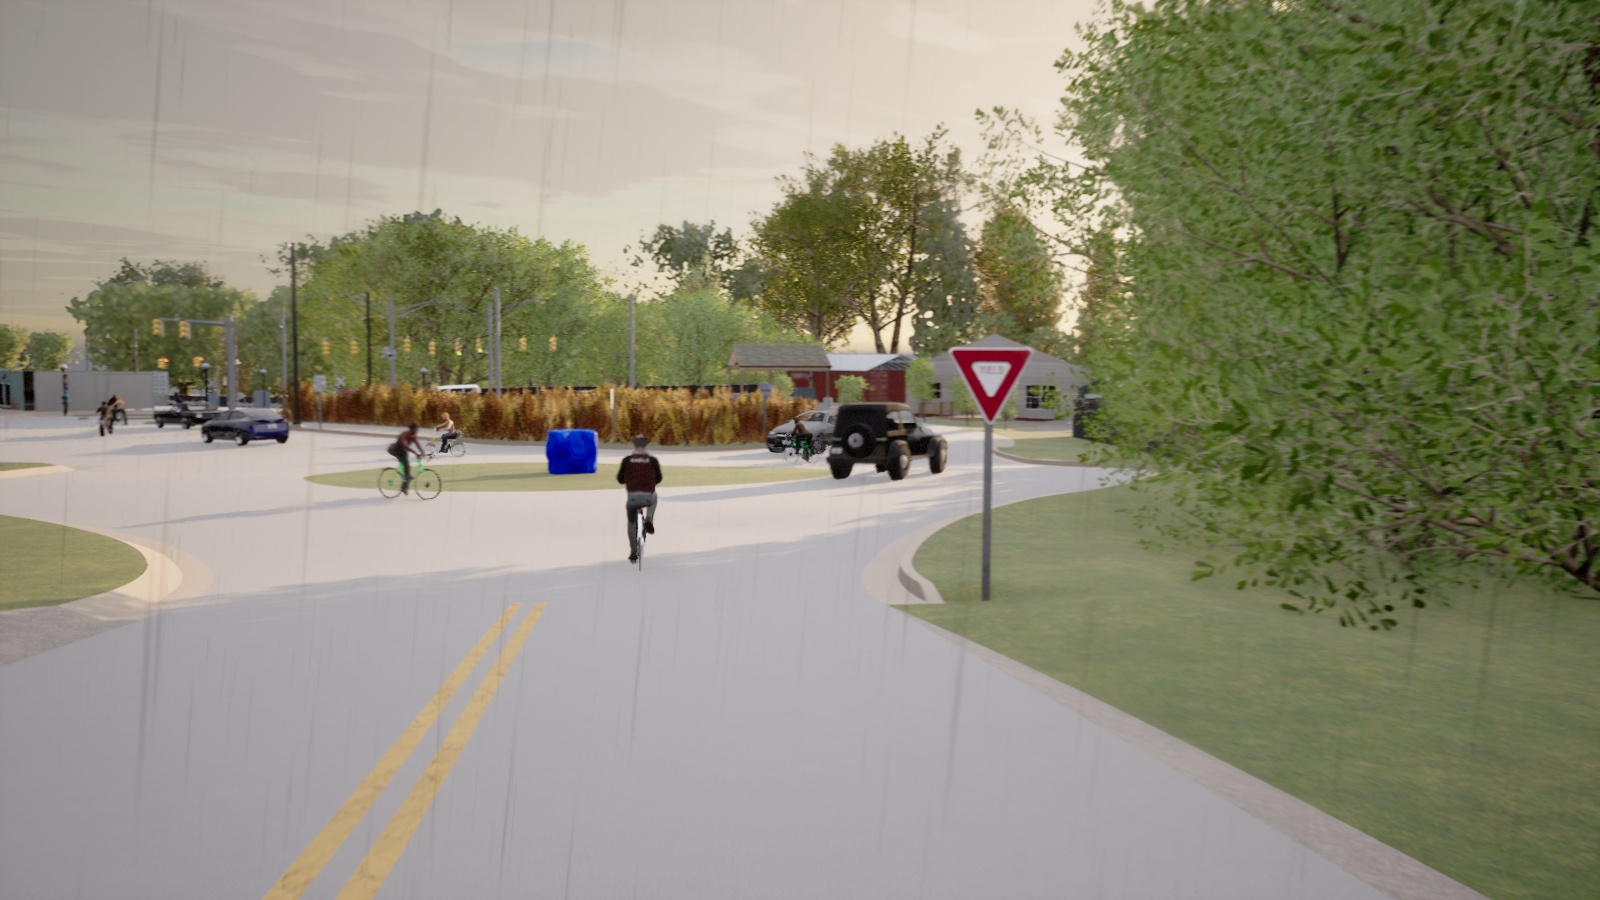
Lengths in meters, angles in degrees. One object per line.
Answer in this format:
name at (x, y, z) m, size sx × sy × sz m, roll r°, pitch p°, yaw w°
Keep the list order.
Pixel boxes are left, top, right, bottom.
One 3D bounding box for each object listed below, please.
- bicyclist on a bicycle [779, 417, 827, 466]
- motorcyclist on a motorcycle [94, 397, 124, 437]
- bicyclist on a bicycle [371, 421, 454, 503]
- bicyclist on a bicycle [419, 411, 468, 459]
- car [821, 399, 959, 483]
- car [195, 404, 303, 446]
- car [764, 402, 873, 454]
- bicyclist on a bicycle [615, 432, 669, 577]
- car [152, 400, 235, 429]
bicyclist on a bicycle at (0.085, -0.310, 43.288) m, size 1.656 × 1.620 × 0.582 m, roll 1°, pitch 5°, yaw 44°
motorcyclist on a motorcycle at (-31.771, -1.541, 57.774) m, size 0.766 × 1.649 × 2.350 m, roll -3°, pitch 6°, yaw -20°
bicyclist on a bicycle at (-8.068, 0.231, 26.141) m, size 1.656 × 1.620 × 0.582 m, roll 1°, pitch 3°, yaw 23°
bicyclist on a bicycle at (-12.592, -0.547, 44.374) m, size 1.509 × 1.612 × 0.866 m, roll -1°, pitch 6°, yaw -28°
car at (2.320, -0.282, 31.423) m, size 1.905 × 1.878 × 3.866 m, roll 1°, pitch 3°, yaw 30°
car at (-22.863, -1.059, 52.047) m, size 4.792 × 1.488 × 2.163 m, roll 3°, pitch 6°, yaw 41°
car at (0.827, -0.962, 50.977) m, size 2.152 × 1.651 × 5.027 m, roll 3°, pitch 7°, yaw 31°
bicyclist on a bicycle at (-2.082, 0.669, 16.650) m, size 0.659 × 1.776 × 1.843 m, roll 0°, pitch 2°, yaw -6°
car at (-30.413, -1.809, 62.944) m, size 4.718 × 1.301 × 1.895 m, roll 3°, pitch 5°, yaw 40°
